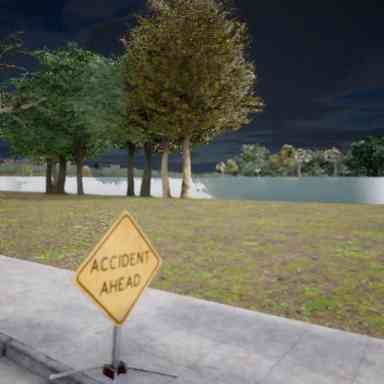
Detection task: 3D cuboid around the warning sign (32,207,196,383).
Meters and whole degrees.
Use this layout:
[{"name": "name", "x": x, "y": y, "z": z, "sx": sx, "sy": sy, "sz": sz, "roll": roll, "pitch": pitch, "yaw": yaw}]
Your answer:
[{"name": "warning sign", "x": -0.808, "y": 1.129, "z": 3.694, "sx": 1.060, "sy": 1.860, "sz": 1.300, "roll": 3, "pitch": -1, "yaw": 35}]
